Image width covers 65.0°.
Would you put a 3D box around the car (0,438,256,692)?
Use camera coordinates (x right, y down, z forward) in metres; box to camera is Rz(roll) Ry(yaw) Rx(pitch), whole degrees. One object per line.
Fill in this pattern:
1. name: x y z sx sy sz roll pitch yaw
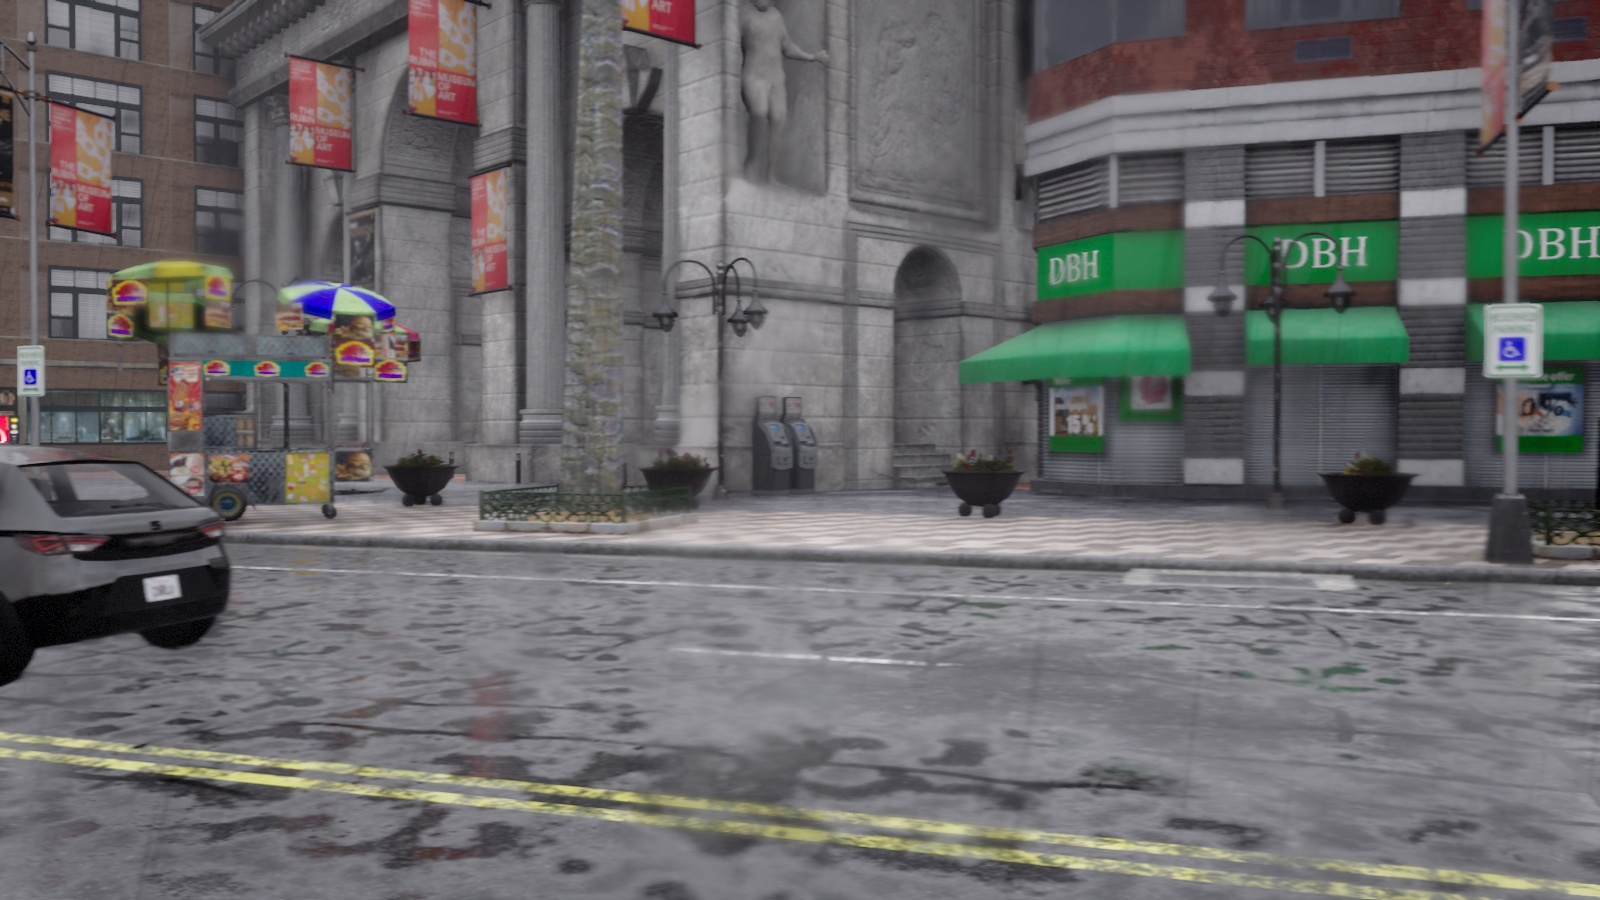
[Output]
1. car: -6.236 0.657 8.918 4.193 1.474 1.816 1 1 18
